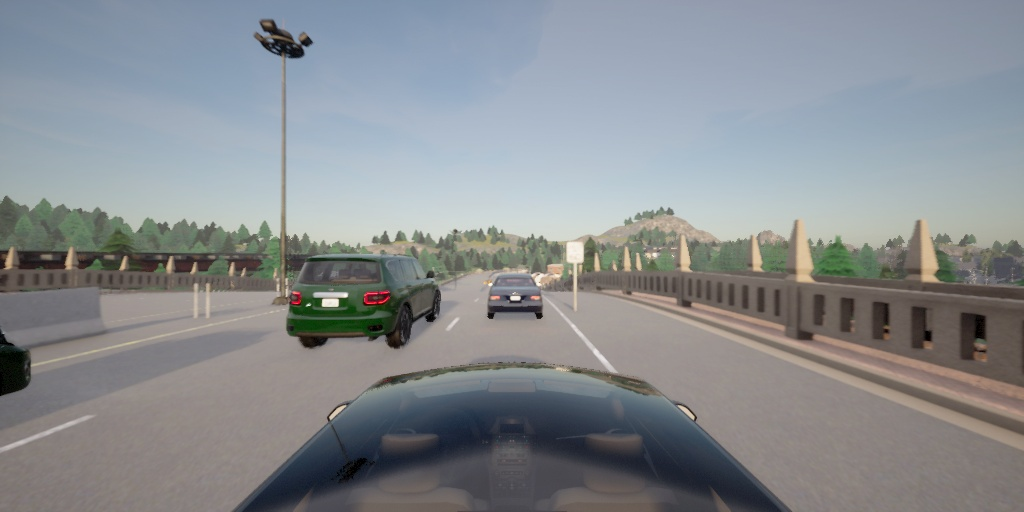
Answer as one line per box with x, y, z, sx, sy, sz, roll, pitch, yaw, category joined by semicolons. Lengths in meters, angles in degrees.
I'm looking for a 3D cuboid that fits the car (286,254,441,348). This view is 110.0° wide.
-3.401;0.977;9.398;2.150;2.045;5.566;0;0;0;car

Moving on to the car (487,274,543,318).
0.098;1.346;13.155;2.033;1.411;5.357;0;-1;0;car

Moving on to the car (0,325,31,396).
-6.899;0.971;1.856;2.150;2.045;5.566;0;0;0;car
